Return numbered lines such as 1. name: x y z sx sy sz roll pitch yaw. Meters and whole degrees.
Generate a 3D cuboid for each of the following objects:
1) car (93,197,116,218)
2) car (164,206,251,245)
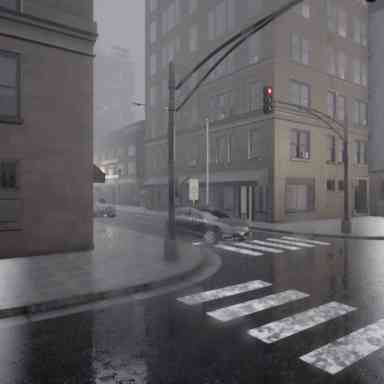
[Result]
1. car: -7.884 1.209 27.117 2.097 1.767 4.553 0 0 -36
2. car: 0.563 1.439 15.461 1.837 1.490 4.892 0 0 -38
